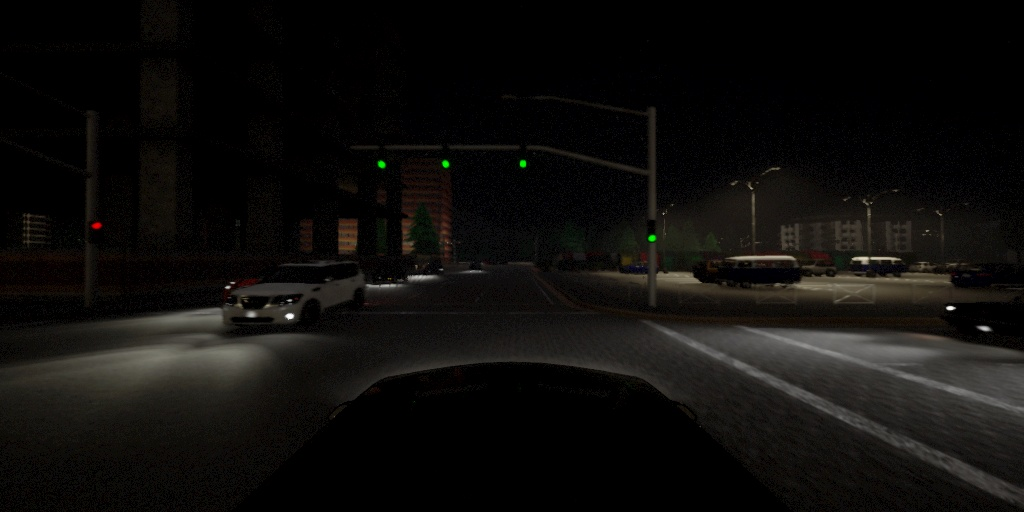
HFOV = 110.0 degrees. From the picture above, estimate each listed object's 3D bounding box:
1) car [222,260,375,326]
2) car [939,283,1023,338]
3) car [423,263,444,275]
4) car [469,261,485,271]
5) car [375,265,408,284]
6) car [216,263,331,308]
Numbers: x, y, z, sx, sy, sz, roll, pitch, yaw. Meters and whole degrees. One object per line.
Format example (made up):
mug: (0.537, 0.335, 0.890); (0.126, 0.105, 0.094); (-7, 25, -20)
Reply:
car: (-6.995, 1.188, 12.411); (2.150, 2.045, 5.566); (0, 1, 1)
car: (13.558, 1.432, 8.604); (4.718, 1.301, 1.895); (0, -1, 1)
car: (-10.116, 1.650, 46.586); (2.128, 1.511, 4.902); (0, 0, 1)
car: (-6.351, 1.906, 62.128); (1.895, 1.301, 4.718); (0, 0, 1)
car: (-10.355, 1.512, 30.592); (1.837, 1.490, 4.892); (0, -1, 1)
car: (-10.685, 1.224, 16.565); (2.097, 1.767, 4.553); (0, -1, 3)
